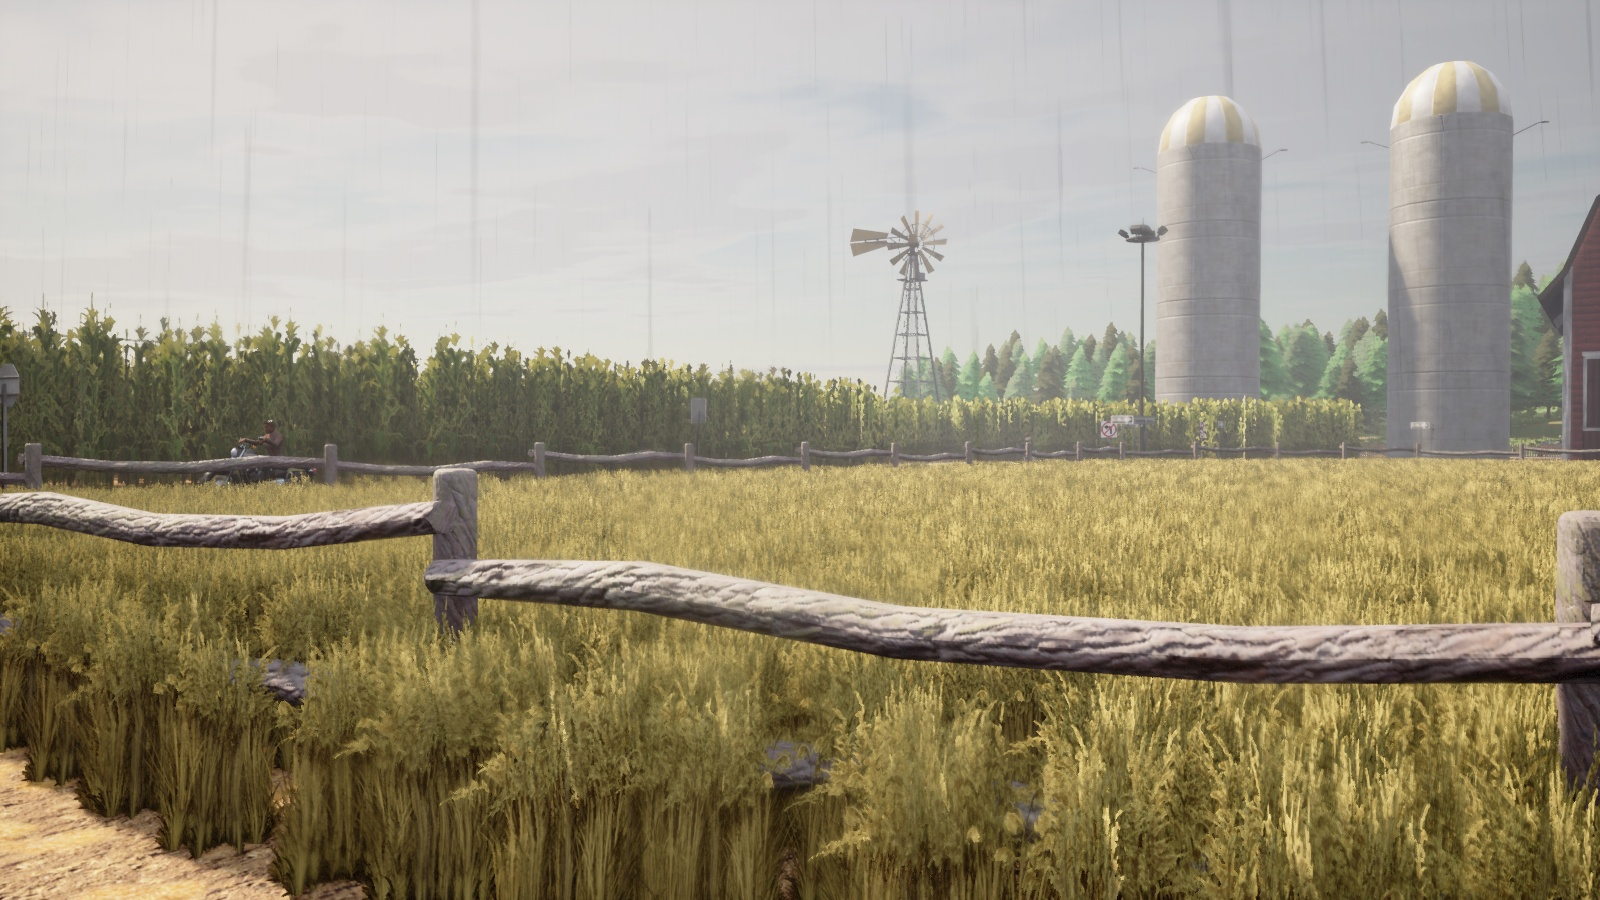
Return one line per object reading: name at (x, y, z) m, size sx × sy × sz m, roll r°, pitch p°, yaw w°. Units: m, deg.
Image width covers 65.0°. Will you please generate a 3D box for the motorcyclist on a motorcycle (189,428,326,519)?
motorcyclist on a motorcycle at (-10.309, 0.410, 23.960) m, size 0.766 × 1.649 × 2.350 m, roll 0°, pitch 0°, yaw 34°
